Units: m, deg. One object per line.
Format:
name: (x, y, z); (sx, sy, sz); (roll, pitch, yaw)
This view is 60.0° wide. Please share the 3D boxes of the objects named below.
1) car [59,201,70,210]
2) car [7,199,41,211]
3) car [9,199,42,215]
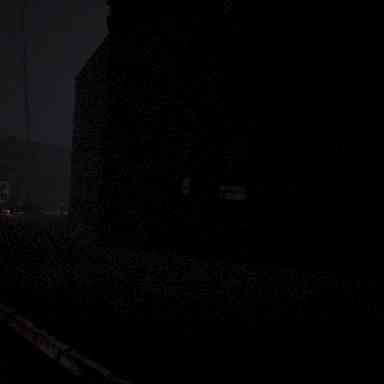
car: (-18.624, 2.137, 51.765); (2.128, 1.511, 4.902); (4, -1, 11)
car: (-22.992, 1.761, 45.809); (1.812, 1.442, 4.674); (4, -1, 6)
car: (-19.803, 1.840, 39.856); (1.882, 1.535, 5.008); (4, -1, 3)
